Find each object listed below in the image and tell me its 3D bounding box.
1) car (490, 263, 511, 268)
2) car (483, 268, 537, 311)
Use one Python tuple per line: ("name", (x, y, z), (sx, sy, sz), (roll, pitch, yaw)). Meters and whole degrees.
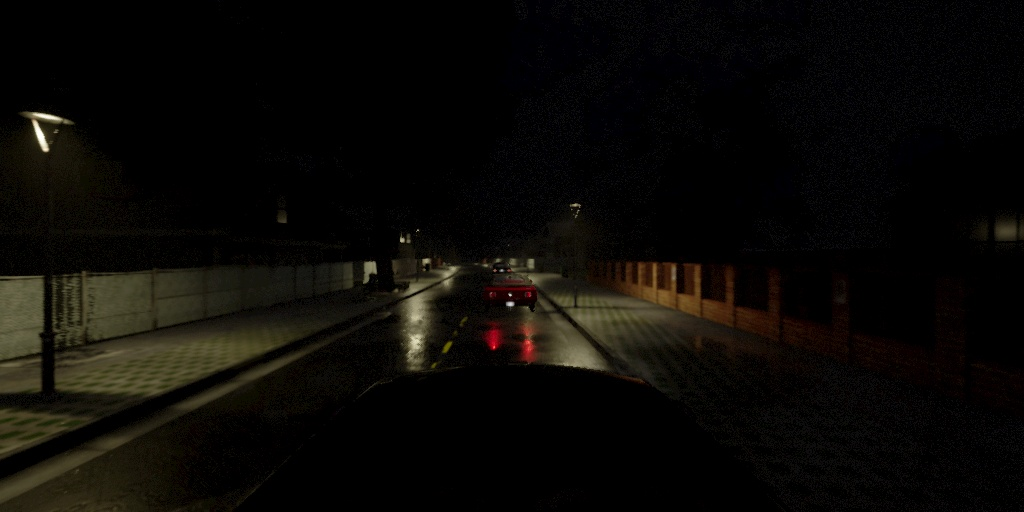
("car", (-1.030, 1.306, 33.331), (2.033, 1.411, 5.357), (0, 0, -4))
("car", (-0.117, 1.351, 14.464), (1.895, 1.301, 4.718), (0, 0, -2))
